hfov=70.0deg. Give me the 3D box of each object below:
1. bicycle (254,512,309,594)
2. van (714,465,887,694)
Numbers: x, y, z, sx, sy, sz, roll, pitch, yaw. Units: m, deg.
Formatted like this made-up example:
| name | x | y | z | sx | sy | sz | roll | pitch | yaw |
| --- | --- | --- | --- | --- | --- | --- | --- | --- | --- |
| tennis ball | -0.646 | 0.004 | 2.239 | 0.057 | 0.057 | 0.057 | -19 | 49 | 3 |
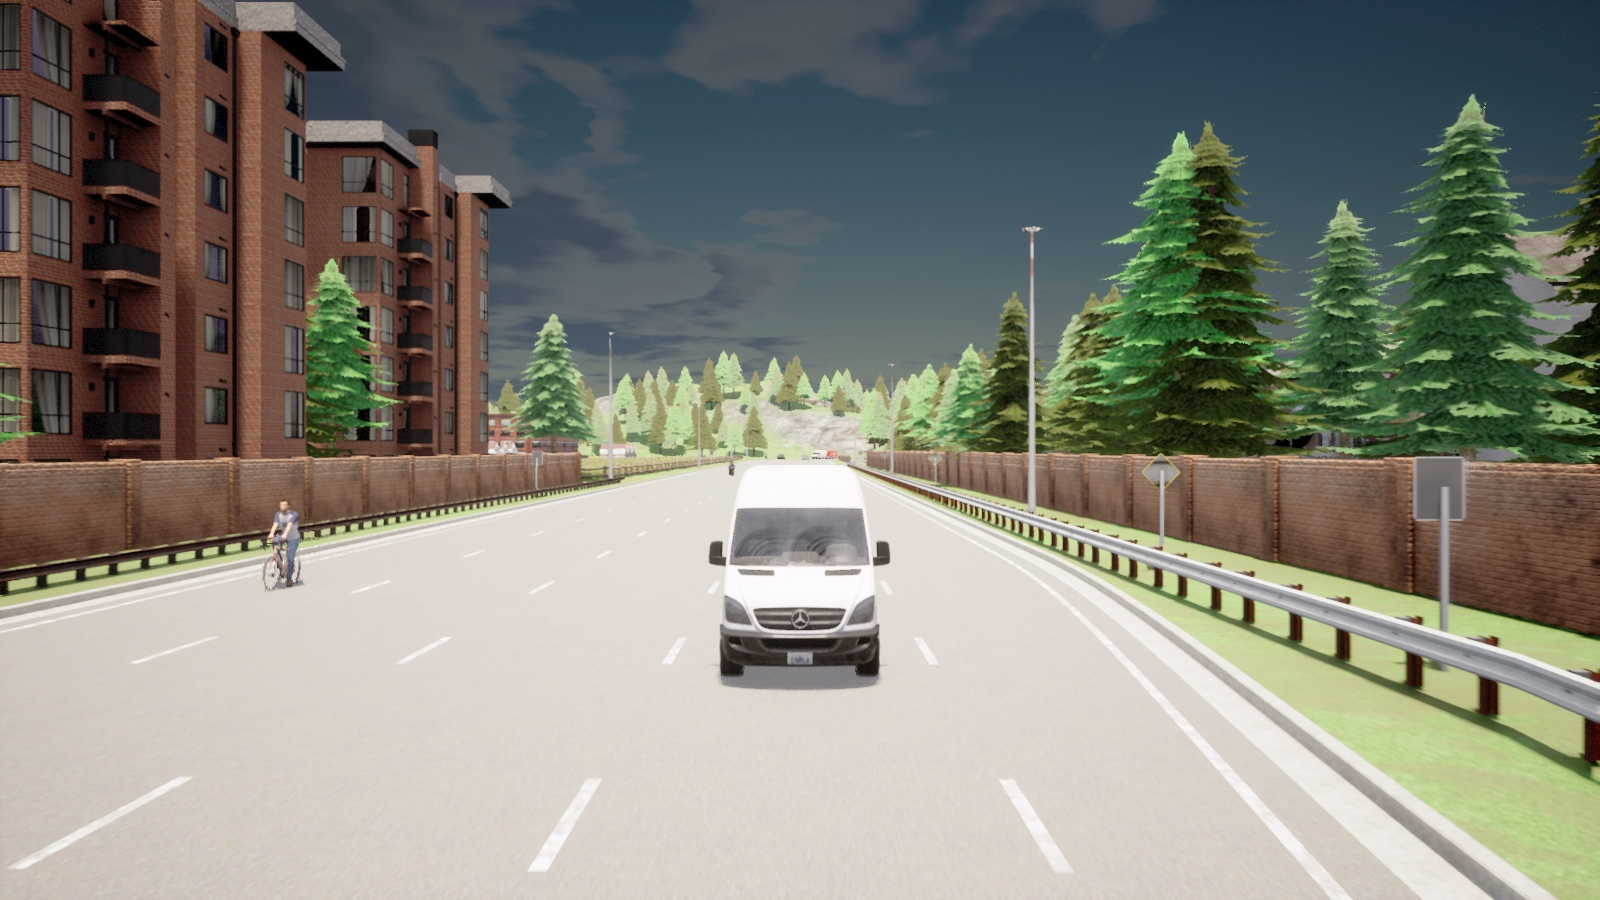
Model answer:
| name | x | y | z | sx | sy | sz | roll | pitch | yaw |
| --- | --- | --- | --- | --- | --- | --- | --- | --- | --- |
| bicycle | -10.435 | 2.046 | 23.038 | 0.373 | 1.496 | 1.643 | 0 | 0 | -1 |
| van | 0.003 | 1.528 | 16.097 | 1.988 | 2.561 | 5.915 | 0 | 0 | 0 |
